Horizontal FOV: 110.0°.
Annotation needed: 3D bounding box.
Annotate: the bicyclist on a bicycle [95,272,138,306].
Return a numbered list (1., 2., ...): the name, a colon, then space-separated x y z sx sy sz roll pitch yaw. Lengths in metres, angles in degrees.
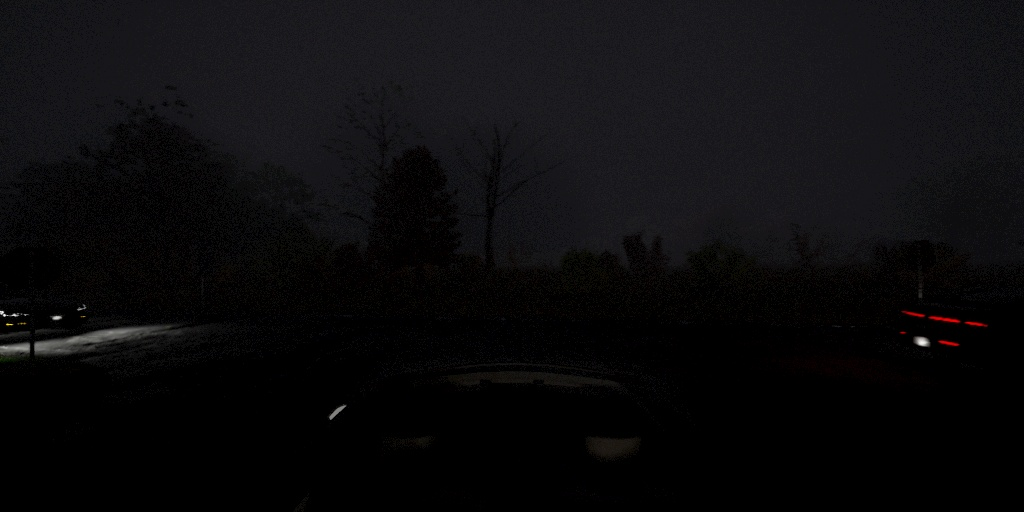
1. bicyclist on a bicycle: -19.244 1.577 17.465 0.582 1.620 1.656 -1 0 12

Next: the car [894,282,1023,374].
1. car: 9.271 1.157 5.567 4.892 1.490 1.837 -1 -1 12

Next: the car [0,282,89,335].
1. car: -15.141 1.518 10.537 4.892 1.490 1.837 -1 0 11
